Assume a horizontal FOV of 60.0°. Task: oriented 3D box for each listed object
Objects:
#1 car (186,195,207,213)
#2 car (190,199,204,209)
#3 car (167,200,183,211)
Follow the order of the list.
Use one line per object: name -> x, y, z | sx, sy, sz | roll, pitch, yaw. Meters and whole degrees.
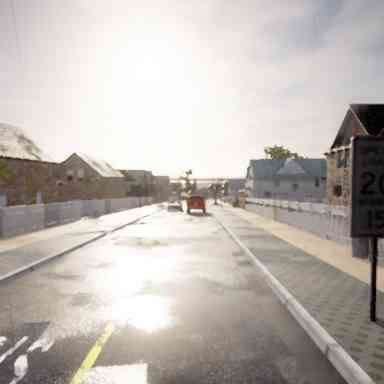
car -> 0.508, 1.362, 38.603 | 2.150, 2.045, 5.566 | 0, 0, 2
car -> 0.824, 1.770, 49.378 | 1.994, 1.385, 4.181 | 0, 0, 2
car -> -2.132, 1.707, 42.825 | 2.033, 1.411, 5.357 | 0, 0, 2
